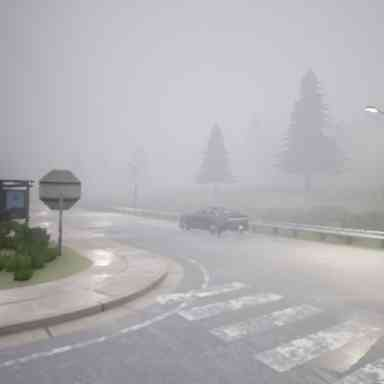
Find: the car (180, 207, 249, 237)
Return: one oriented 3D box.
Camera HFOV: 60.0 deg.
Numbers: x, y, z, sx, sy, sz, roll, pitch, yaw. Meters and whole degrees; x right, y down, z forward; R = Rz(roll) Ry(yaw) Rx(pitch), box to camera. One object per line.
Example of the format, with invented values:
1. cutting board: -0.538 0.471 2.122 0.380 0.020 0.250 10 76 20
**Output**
1. car: 1.130 1.597 19.097 2.128 1.511 4.902 1 0 -35
